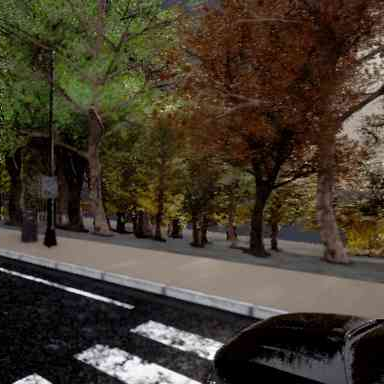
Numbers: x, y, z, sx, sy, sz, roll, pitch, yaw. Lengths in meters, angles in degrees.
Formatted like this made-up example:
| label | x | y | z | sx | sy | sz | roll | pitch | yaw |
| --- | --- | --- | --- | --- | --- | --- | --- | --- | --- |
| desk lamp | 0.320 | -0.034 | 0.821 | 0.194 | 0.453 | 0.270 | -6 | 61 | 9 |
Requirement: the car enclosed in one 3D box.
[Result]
| label | x | y | z | sx | sy | sz | roll | pitch | yaw |
| --- | --- | --- | --- | --- | --- | --- | --- | --- | --- |
| car | 2.352 | 1.510 | 2.006 | 4.892 | 1.490 | 1.837 | 0 | 0 | 36 |
